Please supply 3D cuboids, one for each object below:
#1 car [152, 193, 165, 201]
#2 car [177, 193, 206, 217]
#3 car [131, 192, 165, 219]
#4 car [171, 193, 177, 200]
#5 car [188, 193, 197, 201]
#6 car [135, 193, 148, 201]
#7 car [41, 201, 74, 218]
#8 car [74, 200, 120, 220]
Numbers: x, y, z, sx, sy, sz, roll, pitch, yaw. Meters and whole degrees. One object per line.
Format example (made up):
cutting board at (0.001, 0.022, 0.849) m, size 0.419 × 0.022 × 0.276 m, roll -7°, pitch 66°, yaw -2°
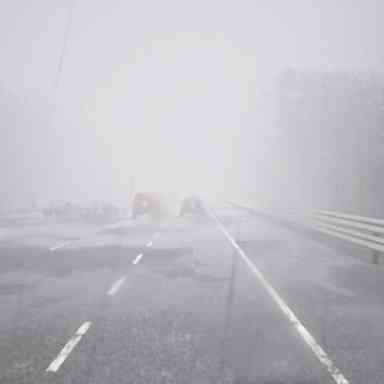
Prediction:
car at (-6.836, 1.008, 68.801) m, size 2.033 × 1.411 × 5.357 m, roll 0°, pitch 0°, yaw 1°
car at (0.064, 1.125, 28.260) m, size 2.097 × 1.767 × 4.553 m, roll 0°, pitch 0°, yaw 1°
car at (-3.449, 1.008, 26.973) m, size 2.150 × 2.045 × 5.566 m, roll 0°, pitch 1°, yaw 1°
car at (-3.313, 0.962, 69.067) m, size 1.837 × 1.490 × 4.892 m, roll 0°, pitch 0°, yaw 1°
car at (0.188, 0.960, 69.150) m, size 1.837 × 1.490 × 4.892 m, roll 0°, pitch 0°, yaw 1°
car at (-10.318, 0.943, 68.373) m, size 1.882 × 1.535 × 5.008 m, roll 0°, pitch 0°, yaw 1°
car at (-10.445, 1.383, 27.376) m, size 1.895 × 1.301 × 4.718 m, roll 0°, pitch 0°, yaw 1°
car at (-6.962, 1.343, 25.643) m, size 2.033 × 1.411 × 5.357 m, roll 0°, pitch 0°, yaw 1°
